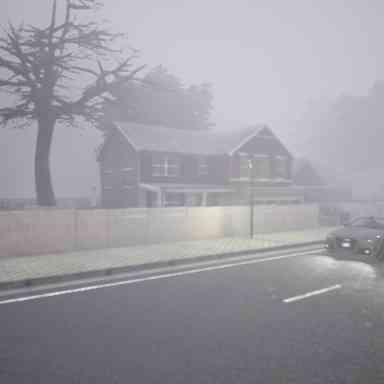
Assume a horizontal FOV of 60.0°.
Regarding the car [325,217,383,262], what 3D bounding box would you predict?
[{"bbox_3d":[6.925,1.649,12.615,4.181,1.385,1.994,0,0,-35],"label":"car"}]
